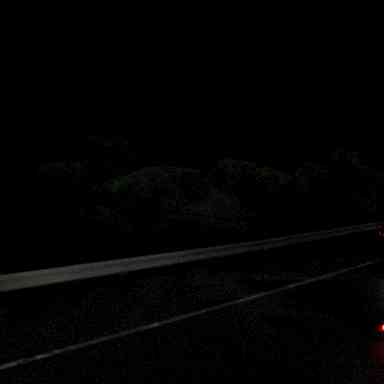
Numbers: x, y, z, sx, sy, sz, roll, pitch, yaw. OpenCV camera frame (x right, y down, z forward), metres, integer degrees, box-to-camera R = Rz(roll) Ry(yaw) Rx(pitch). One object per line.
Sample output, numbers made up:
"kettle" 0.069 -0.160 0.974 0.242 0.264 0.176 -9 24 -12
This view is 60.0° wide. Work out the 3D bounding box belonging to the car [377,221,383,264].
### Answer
"car" 7.373 1.154 9.454 5.566 2.045 2.150 -1 0 -38
